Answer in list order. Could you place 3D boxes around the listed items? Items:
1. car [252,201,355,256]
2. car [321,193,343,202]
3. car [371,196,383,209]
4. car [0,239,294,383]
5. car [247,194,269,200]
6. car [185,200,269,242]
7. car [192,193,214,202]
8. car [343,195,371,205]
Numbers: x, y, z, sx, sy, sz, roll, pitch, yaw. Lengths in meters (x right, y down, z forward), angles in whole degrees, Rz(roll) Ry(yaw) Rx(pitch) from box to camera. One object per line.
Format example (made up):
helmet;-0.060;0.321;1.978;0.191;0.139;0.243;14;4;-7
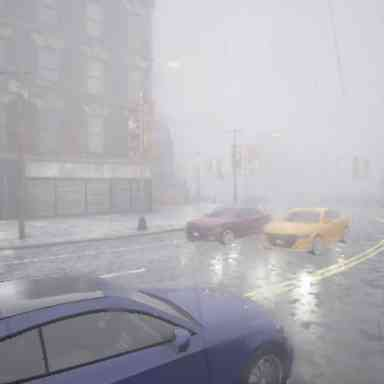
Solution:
car;4.515;1.340;12.777;1.882;1.535;5.008;0;1;41
car;21.873;0.928;51.110;2.002;1.452;4.674;-1;0;-16
car;20.405;0.901;33.539;2.097;1.767;4.553;-1;0;5
car;-1.058;1.516;3.048;4.674;1.442;1.812;-1;1;-37
car;10.436;1.036;53.114;1.812;1.442;4.674;-1;1;-21
car;1.801;1.353;14.903;1.882;1.535;5.008;0;1;41
car;2.014;1.011;61.813;1.882;1.535;5.008;-1;0;-33
car;23.186;1.030;45.532;1.895;1.301;4.718;-1;0;-6
